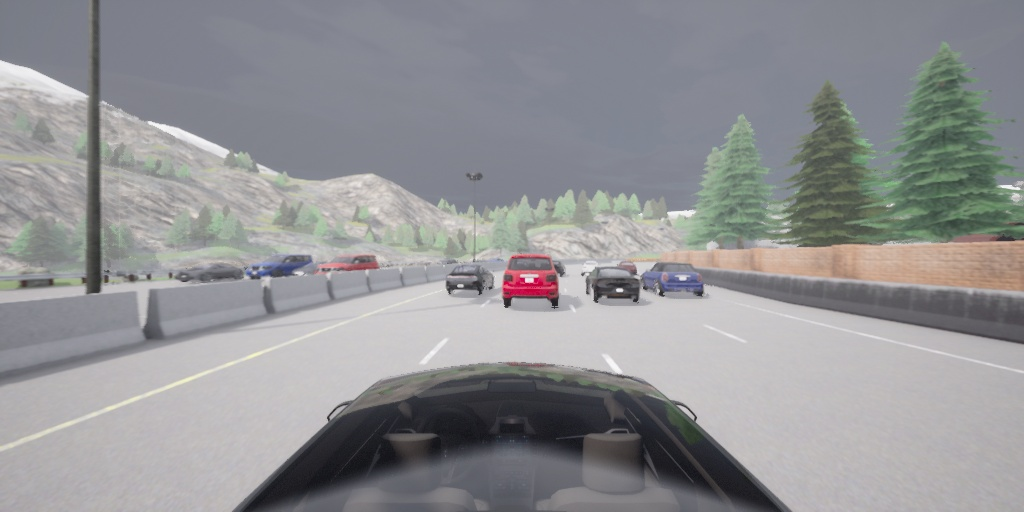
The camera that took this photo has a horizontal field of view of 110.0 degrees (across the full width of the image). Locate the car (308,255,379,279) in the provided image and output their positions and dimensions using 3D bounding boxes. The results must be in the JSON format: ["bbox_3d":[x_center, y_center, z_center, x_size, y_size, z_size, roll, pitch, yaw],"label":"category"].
[{"bbox_3d":[-11.991,0.905,26.546,2.150,2.045,5.566,0,0,9],"label":"car"}]

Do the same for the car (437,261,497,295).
[{"bbox_3d":[-2.165,1.209,19.472,2.128,1.511,4.902,0,0,7],"label":"car"}]

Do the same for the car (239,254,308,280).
[{"bbox_3d":[-18.626,0.885,29.280,2.150,2.045,5.566,0,0,10],"label":"car"}]

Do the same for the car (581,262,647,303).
[{"bbox_3d":[4.552,1.215,16.783,1.882,1.535,5.008,0,0,6],"label":"car"}]

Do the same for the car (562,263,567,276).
[{"bbox_3d":[4.306,1.213,35.744,1.837,1.490,4.892,0,0,13],"label":"car"}]

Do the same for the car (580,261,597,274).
[{"bbox_3d":[8.197,1.241,36.981,1.812,1.442,4.674,0,0,14],"label":"car"}]

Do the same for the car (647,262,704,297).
[{"bbox_3d":[8.376,1.095,19.168,2.097,1.767,4.553,0,0,7],"label":"car"}]

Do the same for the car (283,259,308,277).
[{"bbox_3d":[-15.186,1.164,28.549,2.128,1.511,4.902,0,0,10],"label":"car"}]

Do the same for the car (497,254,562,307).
[{"bbox_3d":[0.894,0.952,15.477,2.150,2.045,5.566,0,0,6],"label":"car"}]

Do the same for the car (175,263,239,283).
[{"bbox_3d":[-22.520,1.222,26.902,1.994,1.385,4.181,0,0,9],"label":"car"}]
